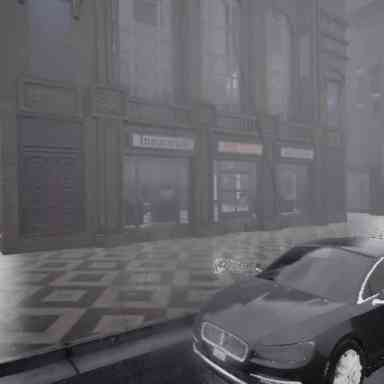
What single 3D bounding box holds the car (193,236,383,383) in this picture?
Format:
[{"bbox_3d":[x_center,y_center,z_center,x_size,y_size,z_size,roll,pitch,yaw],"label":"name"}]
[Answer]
[{"bbox_3d":[2.273,1.503,5.003,4.892,1.490,1.837,0,0,-36],"label":"car"}]
